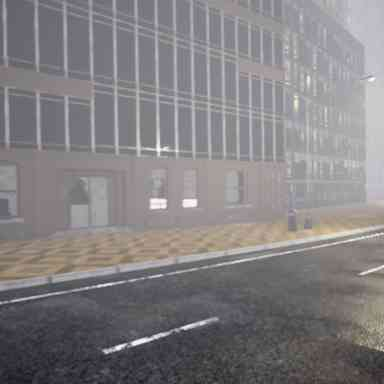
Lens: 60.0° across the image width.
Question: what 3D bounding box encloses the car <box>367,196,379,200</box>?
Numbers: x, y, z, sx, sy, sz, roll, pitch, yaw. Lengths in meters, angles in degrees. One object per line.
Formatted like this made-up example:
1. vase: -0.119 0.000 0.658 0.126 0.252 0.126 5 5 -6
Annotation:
1. car: 43.486 1.387 81.118 4.206 1.307 1.802 0 1 44
